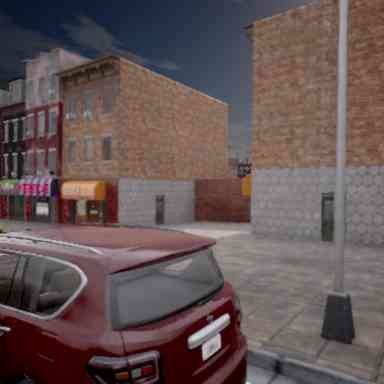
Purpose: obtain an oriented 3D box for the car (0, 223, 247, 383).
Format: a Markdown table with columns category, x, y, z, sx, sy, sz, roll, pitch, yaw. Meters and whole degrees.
| category | x | y | z | sx | sy | sz | roll | pitch | yaw |
| --- | --- | --- | --- | --- | --- | --- | --- | --- | --- |
| car | -1.784 | 1.331 | 4.062 | 5.009 | 1.841 | 2.192 | 0 | 1 | 36 |
